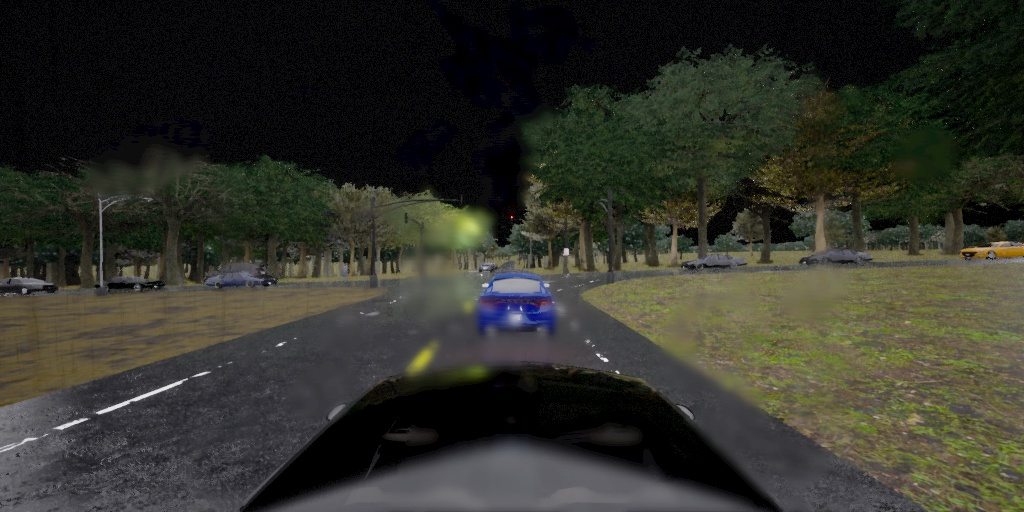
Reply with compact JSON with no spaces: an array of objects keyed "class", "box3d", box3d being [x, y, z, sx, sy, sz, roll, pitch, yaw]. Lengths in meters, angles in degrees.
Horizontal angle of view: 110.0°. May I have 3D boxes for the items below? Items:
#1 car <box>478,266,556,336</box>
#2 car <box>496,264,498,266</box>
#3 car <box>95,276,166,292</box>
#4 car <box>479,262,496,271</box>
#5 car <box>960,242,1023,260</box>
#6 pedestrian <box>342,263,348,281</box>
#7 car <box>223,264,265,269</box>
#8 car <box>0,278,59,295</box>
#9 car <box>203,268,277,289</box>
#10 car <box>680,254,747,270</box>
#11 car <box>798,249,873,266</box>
[{"class":"car","box3d":[0.139,1.233,10.418,1.882,1.535,5.008,0,0,1]},{"class":"car","box3d":[-4.003,1.846,62.921,2.128,1.511,4.902,0,-1,-1]},{"class":"car","box3d":[-33.352,2.437,31.480,4.718,1.301,1.895,-2,-1,3]},{"class":"car","box3d":[-3.875,1.678,53.535,2.128,1.511,4.902,0,-1,-1]},{"class":"car","box3d":[43.053,-0.482,31.804,5.008,1.535,1.882,-2,-1,3]},{"class":"pedestrian","box3d":[-17.867,1.680,38.375,0.375,1.860,0.375,0,1,3]},{"class":"car","box3d":[-26.745,1.874,34.883,5.566,2.045,2.150,-2,-1,3]},{"class":"car","box3d":[-43.516,2.671,31.963,4.892,1.490,1.837,-2,-1,3]},{"class":"car","box3d":[-23.430,2.047,31.048,5.357,1.411,2.033,-2,-1,6]},{"class":"car","box3d":[18.449,0.538,32.884,5.357,1.411,2.033,-2,-1,2]},{"class":"car","box3d":[29.198,0.114,32.417,5.357,1.411,2.033,-2,-1,3]}]
